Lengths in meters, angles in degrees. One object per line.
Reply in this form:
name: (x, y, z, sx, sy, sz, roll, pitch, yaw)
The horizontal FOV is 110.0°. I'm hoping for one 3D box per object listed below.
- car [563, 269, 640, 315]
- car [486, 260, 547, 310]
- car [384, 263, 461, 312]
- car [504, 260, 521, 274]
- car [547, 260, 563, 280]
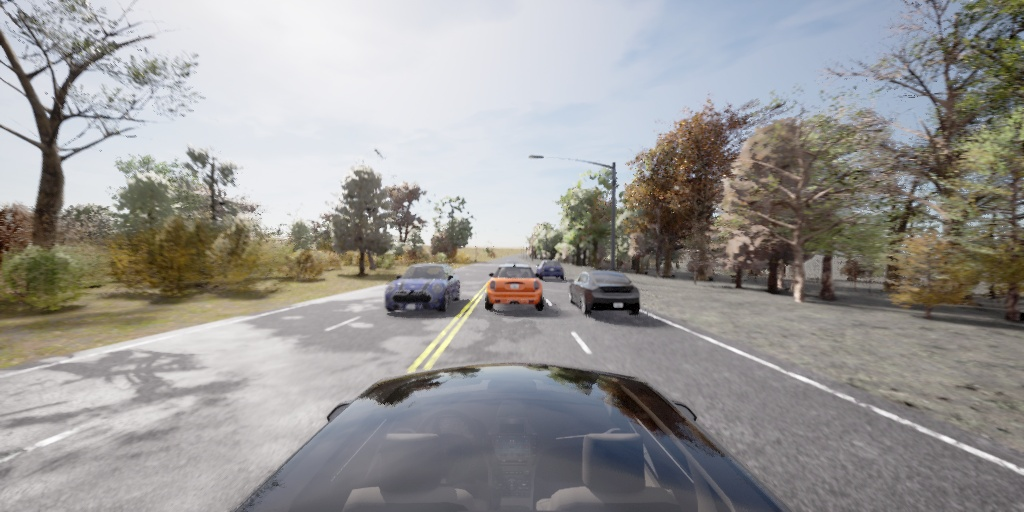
car: (3.338, 1.296, 13.684, 1.837, 1.490, 4.892, 0, 0, 0)
car: (0.094, 1.115, 14.999, 2.097, 1.767, 4.553, 1, 0, 0)
car: (-3.293, 1.079, 14.017, 2.097, 1.767, 4.553, 1, 0, 0)
car: (0.072, 1.253, 43.896, 1.882, 1.535, 5.008, 1, 0, 0)
car: (3.326, 1.147, 31.974, 2.097, 1.767, 4.553, 0, 0, 0)
